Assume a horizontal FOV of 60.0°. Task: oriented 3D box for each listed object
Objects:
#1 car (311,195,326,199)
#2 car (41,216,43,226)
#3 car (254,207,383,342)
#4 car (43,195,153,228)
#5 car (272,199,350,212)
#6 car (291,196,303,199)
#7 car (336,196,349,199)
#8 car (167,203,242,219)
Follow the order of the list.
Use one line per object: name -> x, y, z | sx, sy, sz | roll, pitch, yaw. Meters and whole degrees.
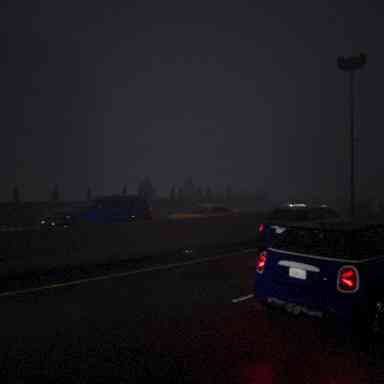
car -> 19.759, 1.246, 51.874 | 1.837, 1.490, 4.892 | 0, 0, 23
car -> -6.953, 1.509, 21.090 | 4.892, 1.490, 1.837 | -1, 0, -41
car -> 3.345, 1.314, 6.707 | 4.553, 1.767, 2.097 | -1, 0, -39
car -> -4.785, 1.216, 18.287 | 5.566, 2.045, 2.150 | -1, 0, -41
car -> 4.434, 1.294, 12.279 | 4.553, 1.767, 2.097 | -1, 0, -42
car -> 17.624, 1.349, 55.763 | 1.895, 1.301, 4.718 | 0, 0, 22
car -> 24.077, 1.270, 53.144 | 1.994, 1.385, 4.181 | 0, 0, 22
car -> 0.795, 1.431, 18.642 | 5.008, 1.535, 1.882 | -1, 0, -44
